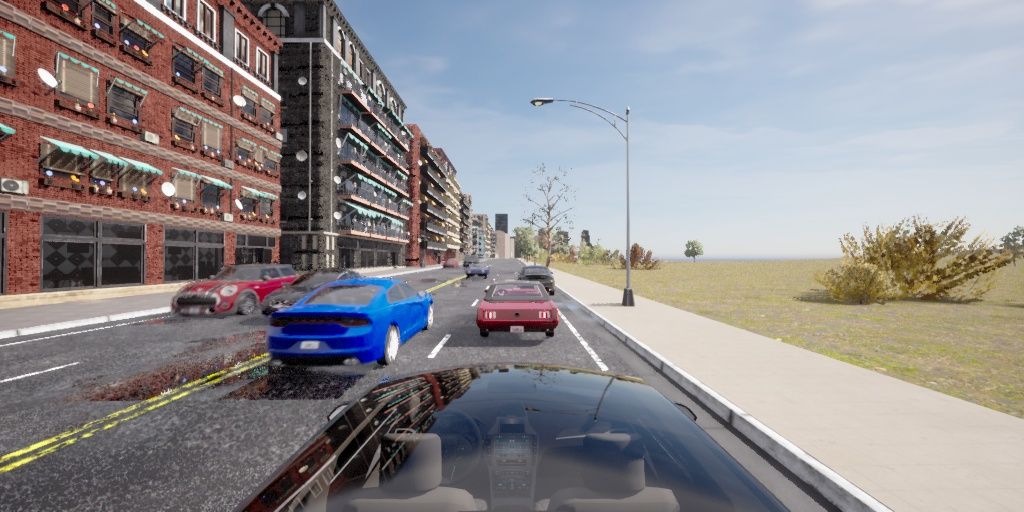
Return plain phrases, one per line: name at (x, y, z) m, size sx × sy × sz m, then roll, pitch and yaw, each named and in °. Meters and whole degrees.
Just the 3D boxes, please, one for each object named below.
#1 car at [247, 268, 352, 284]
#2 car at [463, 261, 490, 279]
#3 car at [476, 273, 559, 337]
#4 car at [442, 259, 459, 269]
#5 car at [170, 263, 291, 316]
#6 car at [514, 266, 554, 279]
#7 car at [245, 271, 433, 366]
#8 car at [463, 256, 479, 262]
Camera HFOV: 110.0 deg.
car at (-6.555, 1.256, 12.660) m, size 1.837 × 1.490 × 4.892 m, roll 0°, pitch 0°, yaw 0°
car at (-3.017, 1.353, 32.630) m, size 1.895 × 1.301 × 4.718 m, roll 0°, pitch 0°, yaw 0°
car at (0.135, 1.352, 10.246) m, size 1.895 × 1.301 × 4.718 m, roll 0°, pitch 0°, yaw 0°
car at (-9.603, 1.228, 56.196) m, size 1.882 × 1.535 × 5.008 m, roll 0°, pitch 0°, yaw 0°
car at (-9.802, 1.104, 13.317) m, size 2.097 × 1.767 × 4.553 m, roll 0°, pitch 0°, yaw 0°
car at (1.213, 1.257, 19.446) m, size 1.837 × 1.490 × 4.892 m, roll 0°, pitch 0°, yaw 0°
car at (-3.125, 1.228, 8.036) m, size 1.882 × 1.535 × 5.008 m, roll 0°, pitch 0°, yaw 0°
car at (-6.356, 0.971, 56.223) m, size 2.150 × 2.045 × 5.566 m, roll 0°, pitch 0°, yaw 0°
